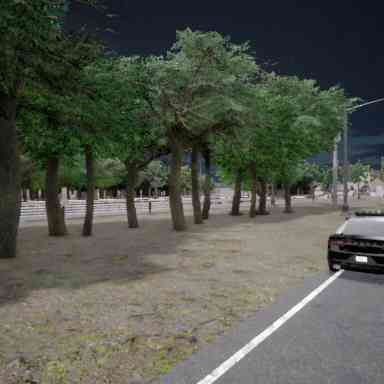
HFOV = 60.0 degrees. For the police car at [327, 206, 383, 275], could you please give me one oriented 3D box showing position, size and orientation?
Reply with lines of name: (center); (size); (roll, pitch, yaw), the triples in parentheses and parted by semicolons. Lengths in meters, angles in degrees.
police car: (5.604, 1.413, 10.129); (1.930, 1.638, 5.238); (0, 0, 36)
